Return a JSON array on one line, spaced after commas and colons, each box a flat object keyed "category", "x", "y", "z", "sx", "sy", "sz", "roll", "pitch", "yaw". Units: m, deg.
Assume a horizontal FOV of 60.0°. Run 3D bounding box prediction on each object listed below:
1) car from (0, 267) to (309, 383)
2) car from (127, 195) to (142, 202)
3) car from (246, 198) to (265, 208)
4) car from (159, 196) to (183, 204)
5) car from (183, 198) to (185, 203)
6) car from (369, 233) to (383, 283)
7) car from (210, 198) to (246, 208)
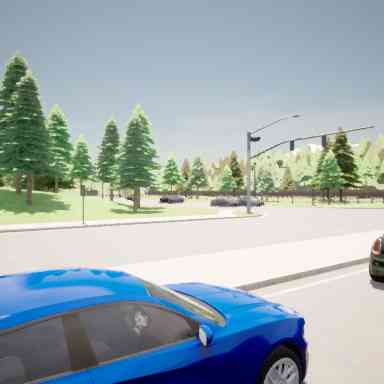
[{"category": "car", "x": -0.979, "y": 1.478, "z": 3.049, "sx": 5.008, "sy": 1.535, "sz": 1.882, "roll": 0, "pitch": 0, "yaw": -35}, {"category": "car", "x": -13.065, "y": 1.376, "z": 74.597, "sx": 1.837, "sy": 1.490, "sz": 4.892, "roll": 0, "pitch": 0, "yaw": -35}, {"category": "car", "x": 8.380, "y": 1.547, "z": 49.834, "sx": 2.033, "sy": 1.411, "sz": 5.357, "roll": 0, "pitch": 0, "yaw": -35}, {"category": "car", "x": -4.344, "y": 1.477, "z": 61.992, "sx": 1.882, "sy": 1.535, "sz": 5.008, "roll": 0, "pitch": 0, "yaw": -35}, {"category": "car", "x": -3.340, "y": 1.477, "z": 66.741, "sx": 1.882, "sy": 1.535, "sz": 5.008, "roll": 0, "pitch": 0, "yaw": -34}, {"category": "car", "x": 6.520, "y": 1.352, "z": 8.418, "sx": 4.553, "sy": 1.767, "sz": 2.097, "roll": 0, "pitch": 0, "yaw": -35}, {"category": "car", "x": 4.882, "y": 1.547, "z": 48.729, "sx": 2.033, "sy": 1.411, "sz": 5.357, "roll": 0, "pitch": 0, "yaw": -35}]
